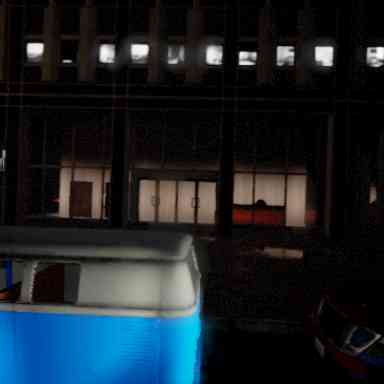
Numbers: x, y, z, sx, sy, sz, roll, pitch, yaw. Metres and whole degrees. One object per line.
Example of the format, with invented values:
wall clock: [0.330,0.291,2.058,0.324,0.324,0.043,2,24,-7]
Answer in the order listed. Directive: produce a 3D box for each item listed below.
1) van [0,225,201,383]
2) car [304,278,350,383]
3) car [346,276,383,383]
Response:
van: [-1.794,1.295,3.728,3.998,1.788,1.690,1,1,3]
car: [3.882,1.406,3.447,5.009,1.841,2.192,1,1,3]
car: [3.381,1.306,0.645,5.566,2.045,2.150,2,1,27]
